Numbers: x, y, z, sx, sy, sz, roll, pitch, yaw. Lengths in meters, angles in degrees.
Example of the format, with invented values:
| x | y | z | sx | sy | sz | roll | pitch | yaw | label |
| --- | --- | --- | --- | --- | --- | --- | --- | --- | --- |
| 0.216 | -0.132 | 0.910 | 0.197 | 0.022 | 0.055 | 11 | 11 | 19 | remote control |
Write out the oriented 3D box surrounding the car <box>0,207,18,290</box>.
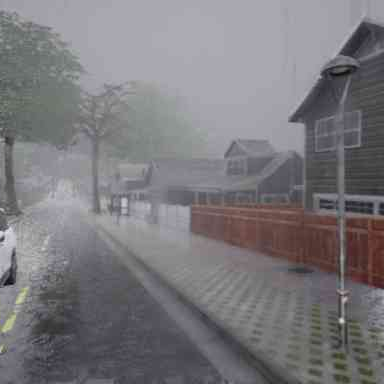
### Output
| x | y | z | sx | sy | sz | roll | pitch | yaw | label |
| --- | --- | --- | --- | --- | --- | --- | --- | --- | --- |
| -5.046 | 1.351 | 6.807 | 2.150 | 2.045 | 5.566 | 0 | -1 | -21 | car |
